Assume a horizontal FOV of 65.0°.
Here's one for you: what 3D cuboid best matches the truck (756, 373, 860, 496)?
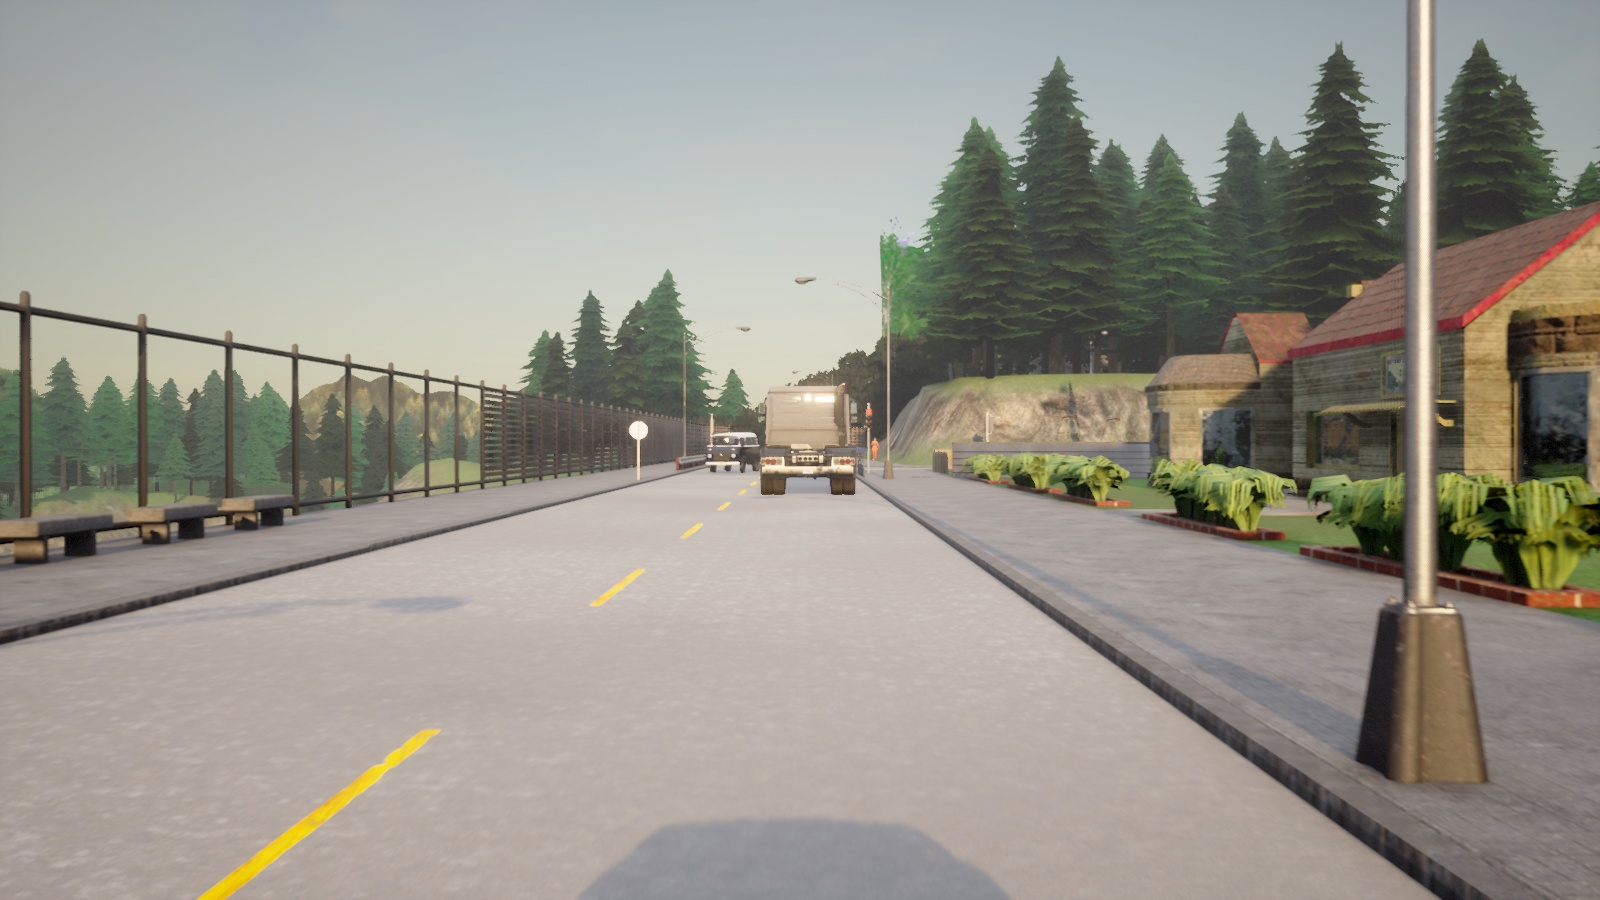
[{"bbox_3d":[0.245,-0.456,39.147,2.891,3.462,7.936,0,0,0],"label":"truck"}]

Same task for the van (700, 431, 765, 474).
[{"bbox_3d":[-3.335,0.112,62.979,2.069,2.038,4.480,0,0,13],"label":"van"}]
